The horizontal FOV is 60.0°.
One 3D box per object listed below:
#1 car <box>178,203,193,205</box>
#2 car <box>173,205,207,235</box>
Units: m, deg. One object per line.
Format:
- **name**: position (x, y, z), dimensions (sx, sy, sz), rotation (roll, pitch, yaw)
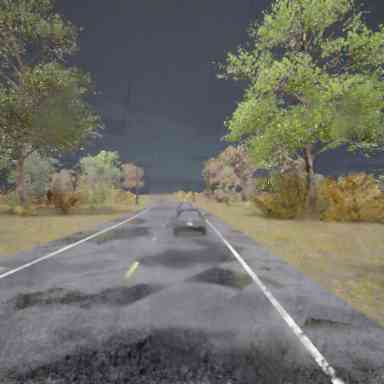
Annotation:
- **car**: position (-0.725, 1.902, 38.398), dimensions (1.994, 1.385, 4.181), rotation (0, 0, -2)
- **car**: position (-0.148, 1.747, 20.355), dimensions (1.994, 1.385, 4.181), rotation (0, 0, -1)
